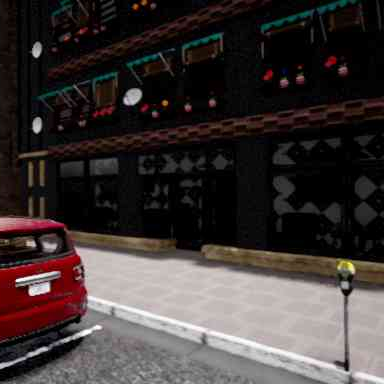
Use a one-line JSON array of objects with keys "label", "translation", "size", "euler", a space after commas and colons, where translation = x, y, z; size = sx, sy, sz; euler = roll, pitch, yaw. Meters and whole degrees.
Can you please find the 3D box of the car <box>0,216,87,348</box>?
[{"label": "car", "translation": [-3.899, 1.332, 5.658], "size": [5.009, 1.841, 2.192], "euler": [0, 0, 35]}]
